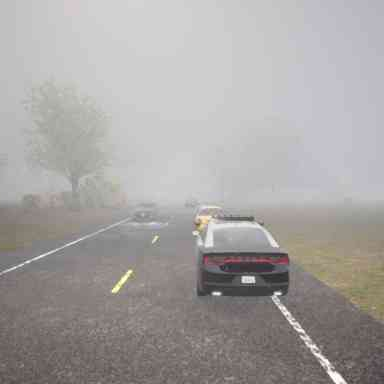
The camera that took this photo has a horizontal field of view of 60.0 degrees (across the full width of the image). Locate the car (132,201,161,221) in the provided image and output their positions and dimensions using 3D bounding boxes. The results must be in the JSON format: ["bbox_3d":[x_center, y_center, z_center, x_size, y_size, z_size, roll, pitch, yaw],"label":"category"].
[{"bbox_3d":[-3.608,1.491,26.837,1.837,1.490,4.892,0,0,0],"label":"car"}]

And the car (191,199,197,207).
[{"bbox_3d":[1.043,1.515,24.654,1.812,1.442,4.674,0,0,0],"label":"car"}]

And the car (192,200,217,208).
[{"bbox_3d":[1.045,1.449,18.843,1.801,1.575,5.366,0,0,0],"label":"car"}]

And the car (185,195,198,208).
[{"bbox_3d":[0.021,1.523,46.613,1.994,1.385,4.181,0,0,1],"label":"car"}]

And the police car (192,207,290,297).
[{"bbox_3d":[1.048,1.423,8.763,1.930,1.638,5.238,0,0,0],"label":"police car"}]
